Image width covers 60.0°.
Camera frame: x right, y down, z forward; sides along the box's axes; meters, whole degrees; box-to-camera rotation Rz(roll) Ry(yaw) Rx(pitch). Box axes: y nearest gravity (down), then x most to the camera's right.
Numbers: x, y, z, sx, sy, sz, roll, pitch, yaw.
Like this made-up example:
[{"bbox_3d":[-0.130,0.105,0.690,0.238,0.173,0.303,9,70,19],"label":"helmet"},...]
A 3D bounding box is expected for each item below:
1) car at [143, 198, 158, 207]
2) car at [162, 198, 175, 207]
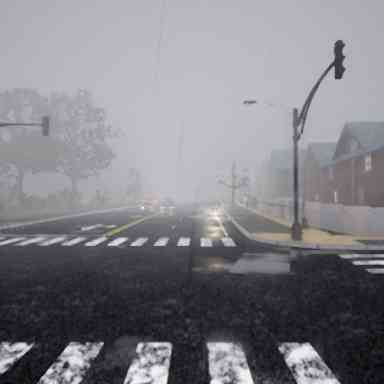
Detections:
[{"bbox_3d":[-7.276,1.750,58.269,1.882,1.535,5.008,0,0,4],"label":"car"},{"bbox_3d":[-4.038,1.790,57.998,1.812,1.442,4.674,0,0,4],"label":"car"}]
